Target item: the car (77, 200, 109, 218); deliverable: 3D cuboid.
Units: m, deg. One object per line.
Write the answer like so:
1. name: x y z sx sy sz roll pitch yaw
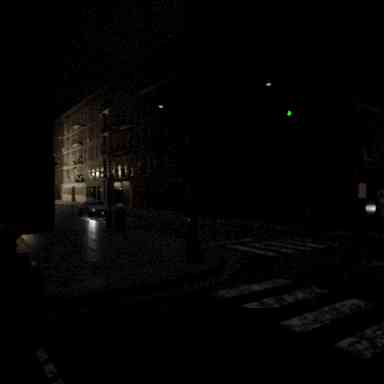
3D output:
1. car: -8.905 1.490 30.104 1.812 1.442 4.674 1 0 -36

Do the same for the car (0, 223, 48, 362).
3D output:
1. car: -4.101 1.303 3.263 5.009 1.841 2.192 1 0 -36
